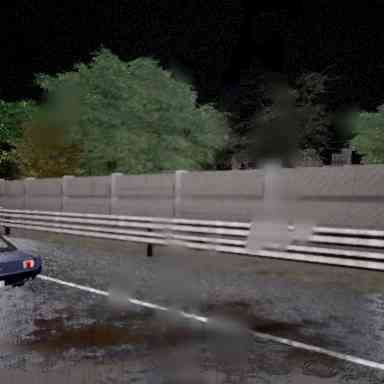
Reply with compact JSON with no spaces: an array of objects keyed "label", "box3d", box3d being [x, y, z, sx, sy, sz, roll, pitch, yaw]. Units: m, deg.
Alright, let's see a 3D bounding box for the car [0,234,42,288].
[{"label":"car","box3d":[-5.779,1.623,8.115,4.718,1.301,1.895,0,0,36]}]
